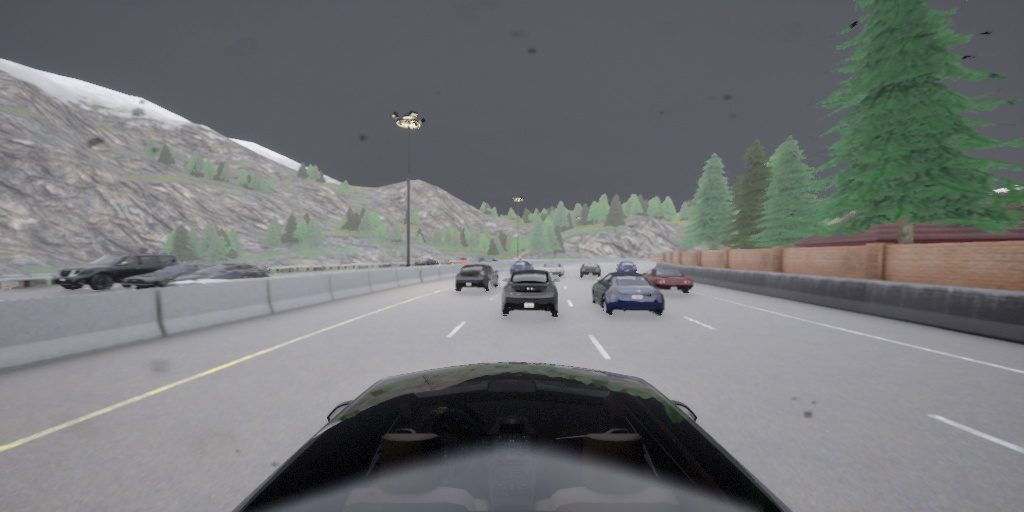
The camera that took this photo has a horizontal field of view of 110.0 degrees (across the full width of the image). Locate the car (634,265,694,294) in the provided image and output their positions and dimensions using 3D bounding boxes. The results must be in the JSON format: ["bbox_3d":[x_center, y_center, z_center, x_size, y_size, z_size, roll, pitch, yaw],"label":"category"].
[{"bbox_3d":[8.503,1.340,20.347,1.895,1.301,4.718,0,0,8],"label":"car"}]

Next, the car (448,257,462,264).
[{"bbox_3d":[-9.341,0.983,62.932,2.097,1.767,4.553,0,0,21],"label":"car"}]

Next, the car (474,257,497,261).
[{"bbox_3d":[-3.753,1.156,57.915,1.837,1.490,4.892,0,0,20],"label":"car"}]

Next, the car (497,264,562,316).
[{"bbox_3d":[0.707,1.239,13.317,1.837,1.490,4.892,0,0,4],"label":"car"}]

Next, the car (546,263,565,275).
[{"bbox_3d":[4.022,1.307,34.614,1.895,1.301,4.718,0,0,13],"label":"car"}]

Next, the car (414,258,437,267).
[{"bbox_3d":[-14.328,1.103,59.569,1.882,1.535,5.008,0,0,20],"label":"car"}]

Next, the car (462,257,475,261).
[{"bbox_3d":[-6.124,0.993,61.579,2.097,1.767,4.553,0,0,21],"label":"car"}]

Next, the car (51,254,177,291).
[{"bbox_3d":[-23.268,0.887,21.563,2.150,2.045,5.566,0,0,7],"label":"car"}]

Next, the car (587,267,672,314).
[{"bbox_3d":[4.255,1.304,13.702,1.994,1.385,4.181,0,0,5],"label":"car"}]

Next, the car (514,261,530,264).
[{"bbox_3d":[1.064,1.221,37.230,1.812,1.442,4.674,0,0,13],"label":"car"}]

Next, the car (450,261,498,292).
[{"bbox_3d":[-1.949,1.219,21.161,1.837,1.490,4.892,0,0,7],"label":"car"}]

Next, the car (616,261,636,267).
[{"bbox_3d":[11.796,1.246,36.888,1.812,1.442,4.674,0,0,14],"label":"car"}]

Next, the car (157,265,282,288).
[{"bbox_3d":[-13.225,1.297,16.920,1.895,1.301,4.718,0,0,6],"label":"car"}]

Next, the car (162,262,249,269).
[{"bbox_3d":[-16.344,1.188,20.418,1.837,1.490,4.892,0,0,7],"label":"car"}]

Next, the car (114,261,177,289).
[{"bbox_3d":[-19.751,1.221,21.654,2.033,1.411,5.357,0,0,7],"label":"car"}]

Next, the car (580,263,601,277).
[{"bbox_3d":[7.592,1.316,34.529,1.895,1.301,4.718,0,0,13],"label":"car"}]
